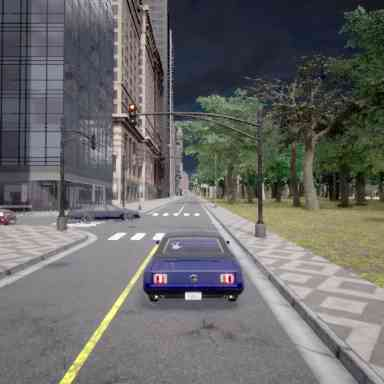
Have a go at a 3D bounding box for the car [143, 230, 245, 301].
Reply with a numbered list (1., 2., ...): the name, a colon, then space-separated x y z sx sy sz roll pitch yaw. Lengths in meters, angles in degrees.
1. car: 0.020 1.607 8.278 1.895 1.301 4.718 0 0 0

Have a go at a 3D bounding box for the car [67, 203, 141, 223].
1. car: -6.763 1.592 25.684 5.357 1.411 2.033 0 -1 -23

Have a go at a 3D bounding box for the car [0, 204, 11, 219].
1. car: -18.944 1.727 29.819 4.313 1.339 1.947 0 -1 0

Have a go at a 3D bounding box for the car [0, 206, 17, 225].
1. car: -13.497 1.372 21.296 4.097 1.590 1.967 0 -2 -1
